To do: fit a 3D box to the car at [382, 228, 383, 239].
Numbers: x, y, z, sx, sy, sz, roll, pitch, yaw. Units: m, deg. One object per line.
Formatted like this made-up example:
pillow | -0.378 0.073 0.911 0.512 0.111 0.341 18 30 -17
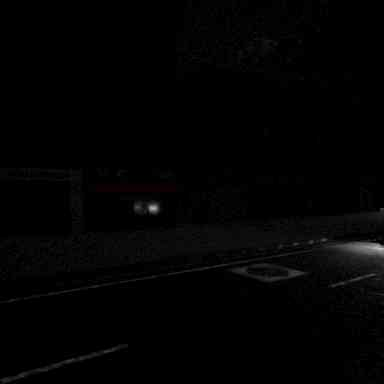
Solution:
car | 10.559 1.538 15.205 4.674 1.442 1.812 0 0 -35
